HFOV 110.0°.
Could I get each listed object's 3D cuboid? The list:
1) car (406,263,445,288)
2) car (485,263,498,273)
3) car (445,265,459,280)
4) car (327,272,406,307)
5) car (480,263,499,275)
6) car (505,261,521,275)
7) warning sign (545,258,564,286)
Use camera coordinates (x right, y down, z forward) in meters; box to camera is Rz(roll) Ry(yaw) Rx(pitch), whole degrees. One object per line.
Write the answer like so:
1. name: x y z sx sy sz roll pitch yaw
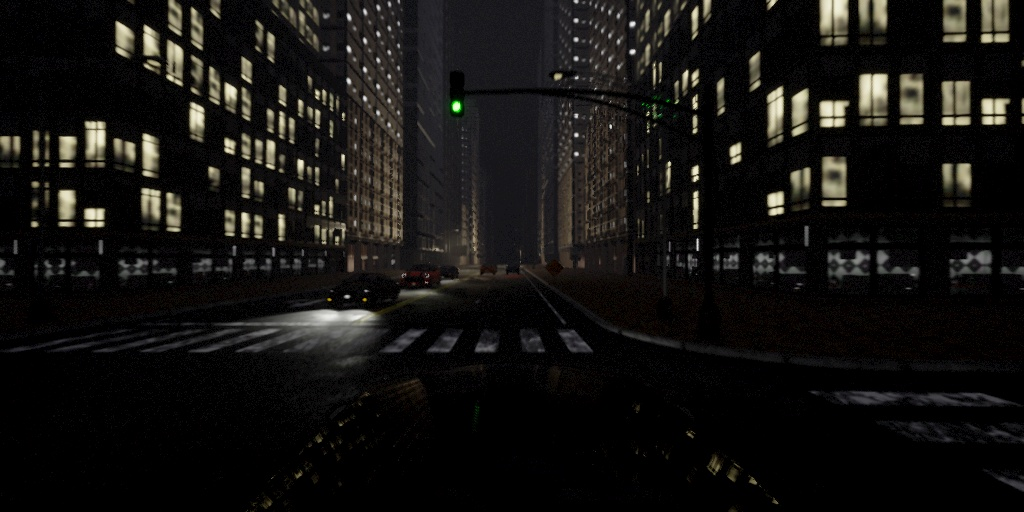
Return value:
1. car: -6.588 1.335 26.318 2.097 1.767 4.553 0 -1 0
2. car: -3.211 1.831 57.309 1.837 1.490 4.892 0 -1 0
3. car: -6.579 1.639 36.813 2.033 1.411 5.357 0 -1 0
4. car: -6.592 1.449 16.320 1.994 1.385 4.181 0 -1 0
5. car: -3.130 1.684 47.112 1.882 1.535 5.008 0 -1 0
6. car: 0.119 1.706 47.842 2.128 1.511 4.902 0 -1 0
7. warning sign: 2.860 1.078 24.346 1.300 1.860 1.060 0 0 0
